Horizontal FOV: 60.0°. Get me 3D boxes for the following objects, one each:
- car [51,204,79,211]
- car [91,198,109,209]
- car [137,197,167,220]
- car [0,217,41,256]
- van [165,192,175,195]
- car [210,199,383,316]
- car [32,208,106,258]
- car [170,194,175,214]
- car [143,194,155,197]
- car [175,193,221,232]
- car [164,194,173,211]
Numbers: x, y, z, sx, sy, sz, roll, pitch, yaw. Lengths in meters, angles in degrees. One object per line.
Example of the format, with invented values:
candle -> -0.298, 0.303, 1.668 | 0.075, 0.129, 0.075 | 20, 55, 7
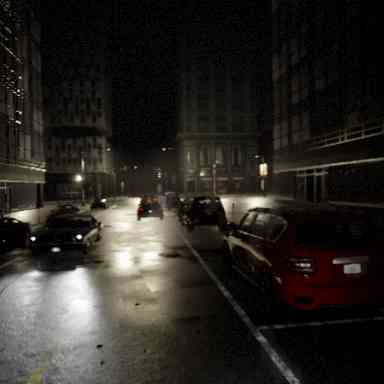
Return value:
car -> -8.667, 1.521, 22.925 | 1.802, 1.307, 4.206 | -2, 1, -8
car -> -10.945, 1.361, 39.718 | 1.947, 1.339, 4.313 | -2, 1, -8
car -> -3.253, 1.357, 25.863 | 1.994, 1.385, 4.181 | -1, 1, -8
car -> -7.151, 1.572, 11.729 | 1.887, 1.381, 4.507 | -2, 1, -8
van -> -2.504, 0.948, 40.860 | 1.690, 1.788, 3.998 | -2, 1, -8
car -> 2.047, 1.196, 7.275 | 2.192, 1.841, 5.009 | -2, 1, -8
car -> -4.728, 1.564, 13.050 | 1.895, 1.301, 4.718 | -1, 1, -8
car -> -0.226, 1.190, 24.069 | 1.967, 1.590, 4.097 | -2, 1, -8
car -> -5.289, 1.017, 40.848 | 2.097, 1.767, 4.553 | -1, 1, -8
car -> 0.530, 1.110, 18.470 | 2.192, 1.841, 5.009 | -2, 1, -8
car -> -1.739, 1.238, 35.265 | 1.802, 1.307, 4.206 | -2, 1, -8
